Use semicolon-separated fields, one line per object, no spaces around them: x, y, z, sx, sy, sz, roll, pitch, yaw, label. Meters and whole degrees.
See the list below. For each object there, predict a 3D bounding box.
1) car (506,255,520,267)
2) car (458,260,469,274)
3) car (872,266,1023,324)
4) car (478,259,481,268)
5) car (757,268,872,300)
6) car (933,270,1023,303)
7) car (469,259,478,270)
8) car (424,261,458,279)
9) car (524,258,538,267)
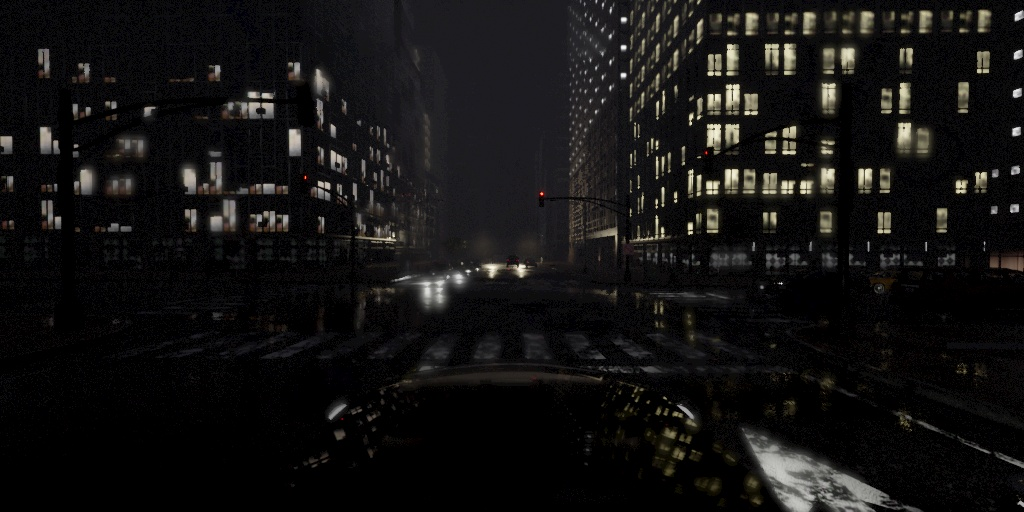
0.144;0.925;62.873;2.150;2.045;5.566;0;0;0;car
-6.510;1.326;41.626;1.895;1.301;4.718;0;0;0;car
16.215;1.281;12.439;5.009;1.841;2.192;0;0;1;car
-6.419;1.182;61.737;1.882;1.535;5.008;0;0;1;car
15.279;1.357;18.270;4.902;1.511;2.128;1;1;2;car
25.103;1.500;18.046;5.357;1.411;2.033;0;1;1;car
-6.479;1.263;51.397;2.033;1.411;5.357;0;0;0;car
-6.533;1.225;32.344;2.128;1.511;4.902;0;0;0;car
3.395;1.228;63.253;1.812;1.442;4.674;0;0;0;car
